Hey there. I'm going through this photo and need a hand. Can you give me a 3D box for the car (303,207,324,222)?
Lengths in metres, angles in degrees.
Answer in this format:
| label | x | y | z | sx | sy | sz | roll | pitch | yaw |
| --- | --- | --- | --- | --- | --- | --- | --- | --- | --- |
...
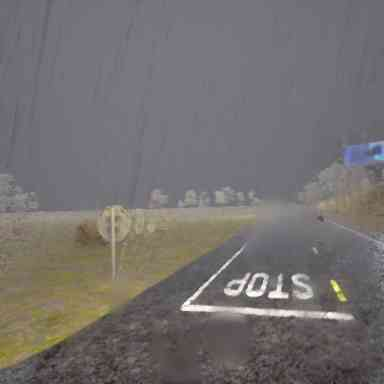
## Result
| label | x | y | z | sx | sy | sz | roll | pitch | yaw |
| --- | --- | --- | --- | --- | --- | --- | --- | --- | --- |
| car | 14.884 | 2.840 | 40.491 | 1.837 | 1.490 | 4.892 | -3 | -3 | 17 |
